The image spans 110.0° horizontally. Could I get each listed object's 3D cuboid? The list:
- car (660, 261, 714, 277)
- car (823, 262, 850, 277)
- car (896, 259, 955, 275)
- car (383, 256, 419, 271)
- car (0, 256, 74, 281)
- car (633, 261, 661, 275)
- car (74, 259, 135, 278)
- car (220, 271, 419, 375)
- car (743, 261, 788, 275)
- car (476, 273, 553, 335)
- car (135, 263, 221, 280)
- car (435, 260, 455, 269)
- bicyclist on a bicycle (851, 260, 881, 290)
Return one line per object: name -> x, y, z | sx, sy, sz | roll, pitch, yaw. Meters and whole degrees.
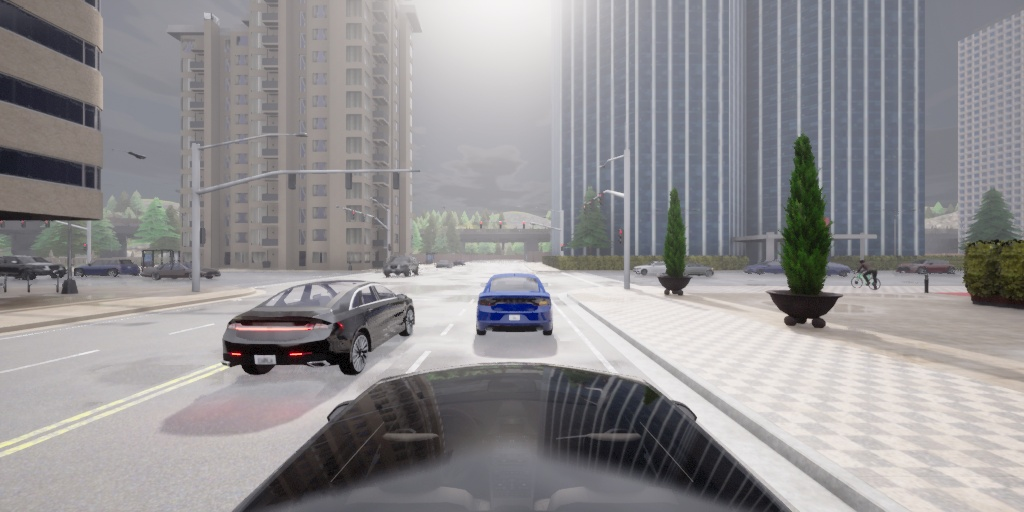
car -> 16.993, 1.314, 34.382 | 4.181, 1.385, 1.994 | 0, 0, -1
car -> 29.789, 1.276, 34.503 | 4.674, 1.442, 1.812 | 0, 0, -1
car -> 43.844, 1.101, 38.112 | 4.553, 1.767, 2.097 | 0, 0, 0
car -> -10.619, 0.971, 34.812 | 2.150, 2.045, 5.566 | 0, 0, 0
car -> -41.036, 0.973, 30.098 | 5.566, 2.045, 2.150 | 0, 0, 0
car -> 15.190, 1.276, 37.863 | 4.674, 1.442, 1.812 | 0, 0, -1
car -> -38.204, 1.103, 33.776 | 4.553, 1.767, 2.097 | 0, 0, 0
car -> -3.446, 1.242, 7.455 | 2.128, 1.511, 4.902 | 0, 0, 0
car -> 27.126, 1.275, 37.978 | 4.674, 1.442, 1.812 | 0, 0, 0
car -> 0.071, 1.228, 10.493 | 1.882, 1.535, 5.008 | 0, 0, 0
car -> -27.823, 1.297, 30.204 | 5.357, 1.411, 2.033 | 0, 0, -1
car -> -10.620, 1.314, 55.953 | 1.994, 1.385, 4.181 | 0, 0, 0
bicyclist on a bicycle -> 19.632, 1.051, 19.926 | 0.582, 1.620, 1.656 | 0, 0, -1
